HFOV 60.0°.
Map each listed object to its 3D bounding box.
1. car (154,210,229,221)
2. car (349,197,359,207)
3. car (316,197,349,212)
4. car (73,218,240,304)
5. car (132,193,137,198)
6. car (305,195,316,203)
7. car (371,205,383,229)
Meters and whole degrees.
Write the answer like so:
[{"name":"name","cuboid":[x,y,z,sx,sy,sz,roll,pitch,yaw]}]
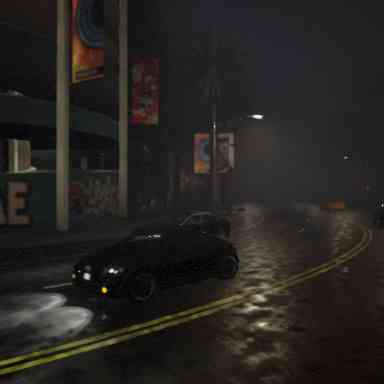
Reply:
[{"name":"car","cuboid":[-0.336,1.523,13.464,2.128,1.511,4.902,0,0,42]},{"name":"car","cuboid":[25.558,1.642,54.200,2.231,1.521,4.892,0,0,8]},{"name":"car","cuboid":[16.946,1.594,40.351,1.882,1.535,5.008,0,0,9]},{"name":"car","cuboid":[-0.713,1.582,8.284,4.181,1.385,1.994,0,0,-42]},{"name":"car","cuboid":[-10.063,1.132,51.818,2.435,2.045,5.566,0,0,8]},{"name":"car","cuboid":[29.816,1.587,83.265,2.185,1.767,4.553,0,0,8]},{"name":"car","cuboid":[12.917,1.573,21.536,1.837,1.490,4.892,1,0,22]}]
